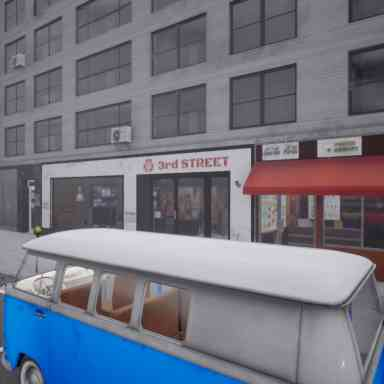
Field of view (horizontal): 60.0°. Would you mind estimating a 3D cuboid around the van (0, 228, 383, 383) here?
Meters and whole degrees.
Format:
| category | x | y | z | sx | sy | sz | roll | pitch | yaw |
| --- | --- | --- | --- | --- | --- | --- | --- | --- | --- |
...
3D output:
| category | x | y | z | sx | sy | sz | roll | pitch | yaw |
| --- | --- | --- | --- | --- | --- | --- | --- | --- | --- |
| van | -0.270 | 1.341 | 3.269 | 3.998 | 1.788 | 1.690 | 0 | 0 | 35 |
